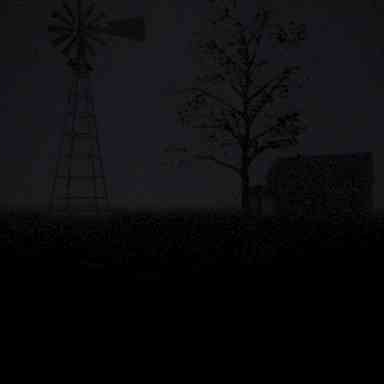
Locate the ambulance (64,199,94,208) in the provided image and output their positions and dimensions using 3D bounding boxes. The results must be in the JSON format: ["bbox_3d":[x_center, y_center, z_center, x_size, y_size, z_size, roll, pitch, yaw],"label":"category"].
[{"bbox_3d":[-23.830,2.244,70.399,2.351,2.431,6.366,0,-1,35],"label":"ambulance"}]
